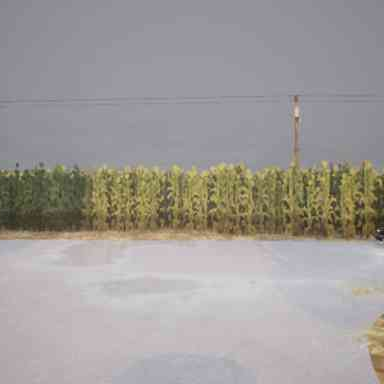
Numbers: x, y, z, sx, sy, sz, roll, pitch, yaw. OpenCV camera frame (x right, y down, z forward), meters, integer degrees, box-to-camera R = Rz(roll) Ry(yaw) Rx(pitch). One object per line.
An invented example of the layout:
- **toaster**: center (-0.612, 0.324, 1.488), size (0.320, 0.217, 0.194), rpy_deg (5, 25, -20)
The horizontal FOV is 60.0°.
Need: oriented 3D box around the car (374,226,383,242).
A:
- **car**: center (10.259, 1.531, 13.103), size (5.357, 1.411, 2.033), rpy_deg (0, 0, 0)
